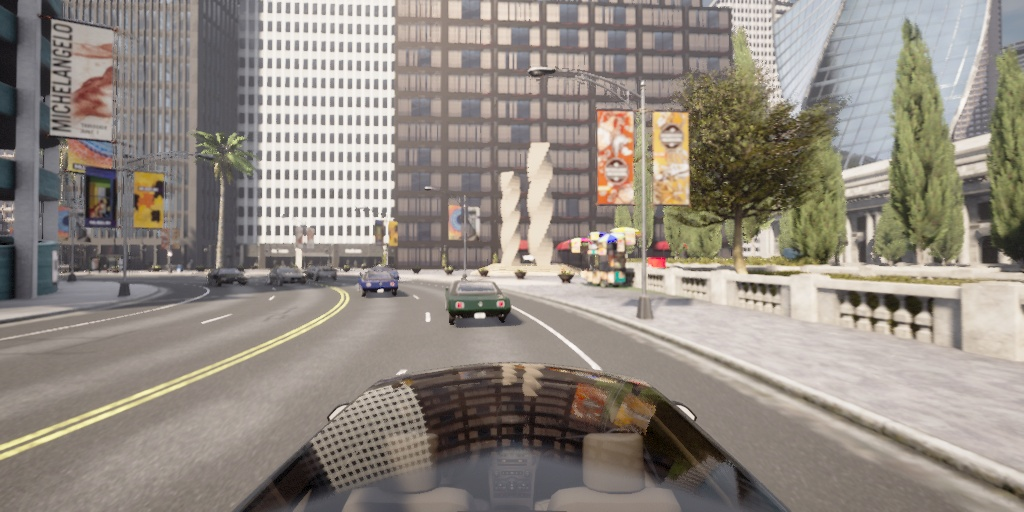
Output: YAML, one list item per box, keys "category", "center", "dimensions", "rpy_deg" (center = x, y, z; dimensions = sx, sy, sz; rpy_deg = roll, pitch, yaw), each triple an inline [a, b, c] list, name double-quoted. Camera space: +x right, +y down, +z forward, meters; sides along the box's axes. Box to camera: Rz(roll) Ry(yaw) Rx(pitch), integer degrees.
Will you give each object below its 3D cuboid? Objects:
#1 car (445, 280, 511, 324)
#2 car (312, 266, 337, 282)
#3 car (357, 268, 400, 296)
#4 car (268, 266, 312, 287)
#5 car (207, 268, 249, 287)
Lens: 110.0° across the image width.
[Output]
- category: "car"
  center: [-1.398, 1.487, 12.704]
  dimensions: [1.895, 1.301, 4.718]
  rpy_deg: [0, -1, -12]
- category: "car"
  center: [-18.412, 1.668, 34.135]
  dimensions: [4.902, 1.511, 2.128]
  rpy_deg: [-1, -1, 41]
- category: "car"
  center: [-8.060, 1.602, 21.247]
  dimensions: [1.895, 1.301, 4.718]
  rpy_deg: [0, -1, -27]
- category: "car"
  center: [-18.190, 1.618, 29.000]
  dimensions: [4.892, 1.490, 1.837]
  rpy_deg: [-1, -2, 44]
- category: "car"
  center: [-22.971, 1.667, 28.885]
  dimensions: [5.357, 1.411, 2.033]
  rpy_deg: [-1, -1, 40]
